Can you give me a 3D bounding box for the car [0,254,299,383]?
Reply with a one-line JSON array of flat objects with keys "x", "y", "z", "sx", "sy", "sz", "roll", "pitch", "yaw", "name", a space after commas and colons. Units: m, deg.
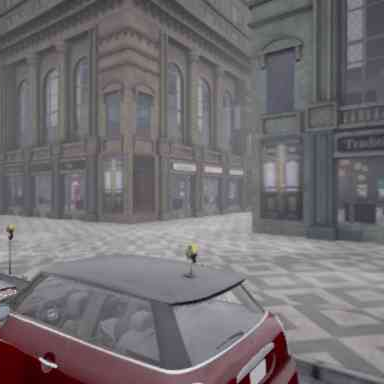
[{"x": -1.065, "y": 1.442, "z": 3.719, "sx": 4.097, "sy": 1.590, "sz": 1.967, "roll": 0, "pitch": 0, "yaw": 35, "name": "car"}]
